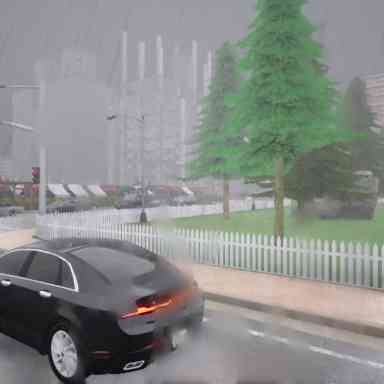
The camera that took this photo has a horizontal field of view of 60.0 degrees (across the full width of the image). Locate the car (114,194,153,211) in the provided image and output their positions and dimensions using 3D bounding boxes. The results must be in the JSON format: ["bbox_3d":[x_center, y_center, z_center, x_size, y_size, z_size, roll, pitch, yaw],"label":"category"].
[{"bbox_3d":[-6.783,1.221,40.225,2.150,2.045,5.566,0,0,34],"label":"car"}]

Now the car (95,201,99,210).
[{"bbox_3d":[-12.814,1.478,37.524,1.882,1.535,5.008,0,0,34],"label":"car"}]

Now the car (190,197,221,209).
[{"bbox_3d":[2.180,1.601,40.664,1.895,1.301,4.718,0,0,34],"label":"car"}]

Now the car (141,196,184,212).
[{"bbox_3d":[-3.358,1.525,38.693,1.812,1.442,4.674,0,0,34],"label":"car"}]

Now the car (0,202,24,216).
[{"bbox_3d":[-17.949,1.601,29.991,1.895,1.301,4.718,0,0,36],"label":"car"}]

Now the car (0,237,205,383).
[{"bbox_3d":[-2.100,1.505,5.425,4.892,1.490,1.837,0,0,36],"label":"car"}]

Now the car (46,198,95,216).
[{"bbox_3d":[-12.255,1.491,32.077,2.128,1.511,4.902,0,0,34],"label":"car"}]

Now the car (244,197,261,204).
[{"bbox_3d":[10.924,1.526,59.966,1.812,1.442,4.674,0,0,34],"label":"car"}]

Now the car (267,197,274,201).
[{"bbox_3d":[15.008,1.564,59.779,1.994,1.385,4.181,0,0,34],"label":"car"}]

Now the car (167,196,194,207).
[{"bbox_3d":[-1.813,1.505,53.850,1.837,1.490,4.892,0,0,34],"label":"car"}]

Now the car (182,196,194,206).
[{"bbox_3d":[-1.080,1.352,48.688,2.097,1.767,4.553,0,0,34],"label":"car"}]
